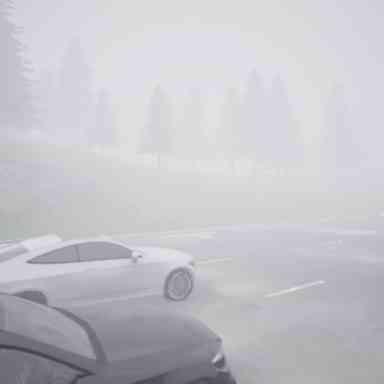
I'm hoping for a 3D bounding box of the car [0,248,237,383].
[{"bbox_3d":[-1.774,1.526,2.478,4.674,1.442,1.812,0,0,-35],"label":"car"}]

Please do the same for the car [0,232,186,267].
[{"bbox_3d":[-2.031,1.526,6.596,4.674,1.442,1.812,0,0,-35],"label":"car"}]
